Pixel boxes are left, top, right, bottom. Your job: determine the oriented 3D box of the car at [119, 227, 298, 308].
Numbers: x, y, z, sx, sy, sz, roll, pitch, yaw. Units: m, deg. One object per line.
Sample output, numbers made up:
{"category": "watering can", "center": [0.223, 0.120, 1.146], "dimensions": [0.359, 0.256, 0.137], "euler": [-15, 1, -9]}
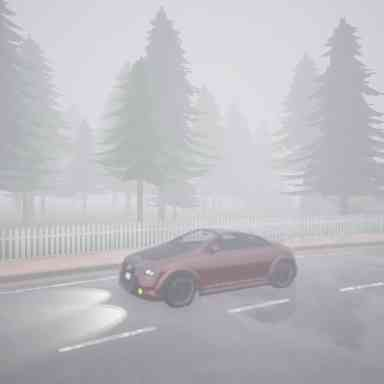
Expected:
{"category": "car", "center": [0.444, 1.564, 7.846], "dimensions": [4.181, 1.385, 1.994], "euler": [0, 0, -27]}
